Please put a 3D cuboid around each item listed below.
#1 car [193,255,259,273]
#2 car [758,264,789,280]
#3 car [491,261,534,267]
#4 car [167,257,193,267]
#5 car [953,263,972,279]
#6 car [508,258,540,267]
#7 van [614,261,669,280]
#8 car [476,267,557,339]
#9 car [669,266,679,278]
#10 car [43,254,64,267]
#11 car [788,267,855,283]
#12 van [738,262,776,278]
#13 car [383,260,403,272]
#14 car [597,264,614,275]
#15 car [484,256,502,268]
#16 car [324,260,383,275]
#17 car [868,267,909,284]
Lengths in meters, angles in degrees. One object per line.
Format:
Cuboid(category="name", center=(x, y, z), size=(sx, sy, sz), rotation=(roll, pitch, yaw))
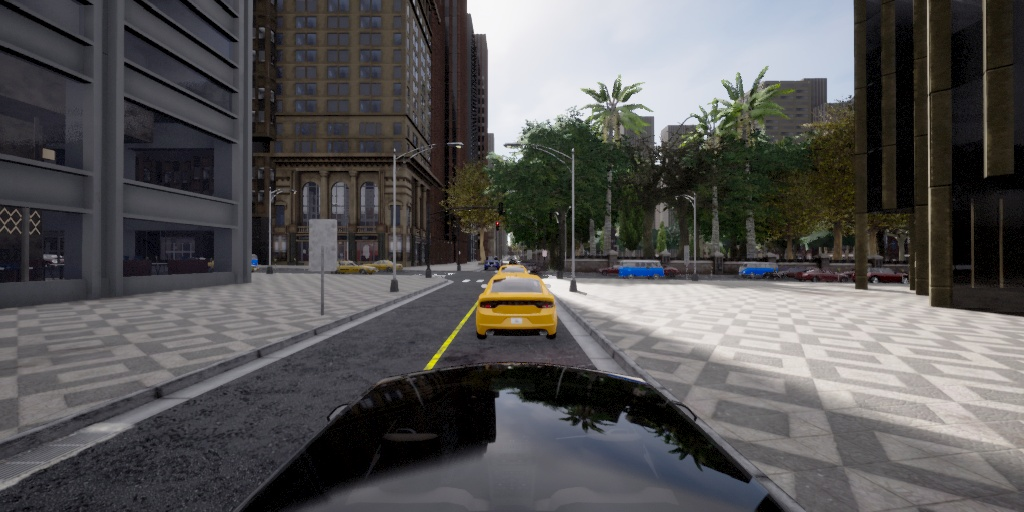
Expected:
Cuboid(category="car", center=(-26.315, 0.868, 33.404), size=(4.829, 1.417, 1.751), rotation=(0, 0, 0))
Cuboid(category="car", center=(30.417, 1.860, 38.909), size=(5.357, 1.411, 2.033), rotation=(1, 0, 1))
Cuboid(category="car", center=(0.043, 1.235, 20.177), size=(1.882, 1.535, 5.008), rotation=(0, 0, 0))
Cuboid(category="car", center=(-37.780, 0.774, 42.001), size=(4.313, 1.339, 1.948), rotation=(0, 0, 0))
Cuboid(category="car", center=(46.578, 1.787, 38.719), size=(5.566, 2.045, 2.150), rotation=(1, 0, 0))
Cuboid(category="car", center=(1.383, 1.372, 42.732), size=(2.033, 1.411, 5.357), rotation=(1, 1, -31))
Cuboid(category="van", center=(11.943, 1.315, 33.165), size=(3.998, 1.789, 1.690), rotation=(0, 0, 0))
Cuboid(category="car", center=(0.112, 1.230, 10.116), size=(1.882, 1.535, 5.008), rotation=(0, 0, 0))
Cuboid(category="car", center=(15.638, 1.594, 39.006), size=(4.674, 1.442, 1.812), rotation=(1, 0, 0))
Cuboid(category="car", center=(-43.496, 0.508, 33.511), size=(4.097, 1.591, 1.967), rotation=(0, 0, 0))
Cuboid(category="car", center=(28.513, 1.830, 33.061), size=(4.207, 1.307, 1.802), rotation=(0, 0, 0))
Cuboid(category="van", center=(28.555, 1.638, 41.587), size=(3.998, 1.789, 1.690), rotation=(0, 0, 0))
Cuboid(category="car", center=(-15.271, 1.102, 41.860), size=(4.829, 1.417, 1.751), rotation=(0, 0, 0))
Cuboid(category="car", center=(11.985, 1.606, 41.690), size=(4.207, 1.307, 1.802), rotation=(0, 0, 0))
Cuboid(category="car", center=(-2.974, 1.036, 54.571), size=(2.150, 2.045, 5.566), rotation=(0, 0, 0))
Cuboid(category="car", center=(-14.974, 1.053, 33.333), size=(4.829, 1.417, 1.751), rotation=(0, 0, 0))
Cuboid(category="car", center=(34.037, 1.779, 33.027), size=(4.097, 1.591, 1.967), rotation=(0, 0, 0))
